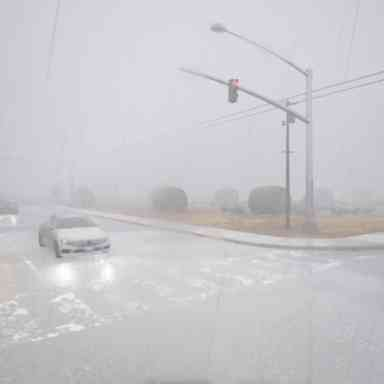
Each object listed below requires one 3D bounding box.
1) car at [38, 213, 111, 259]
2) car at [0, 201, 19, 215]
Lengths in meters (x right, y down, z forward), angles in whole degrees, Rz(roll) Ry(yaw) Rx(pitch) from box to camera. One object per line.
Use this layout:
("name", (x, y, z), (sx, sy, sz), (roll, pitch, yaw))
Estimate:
("car", (-4.753, 1.579, 13.023), (1.812, 1.442, 4.674), (0, 1, -35))
("car", (-18.330, 1.549, 32.594), (1.994, 1.385, 4.181), (0, 1, -35))
